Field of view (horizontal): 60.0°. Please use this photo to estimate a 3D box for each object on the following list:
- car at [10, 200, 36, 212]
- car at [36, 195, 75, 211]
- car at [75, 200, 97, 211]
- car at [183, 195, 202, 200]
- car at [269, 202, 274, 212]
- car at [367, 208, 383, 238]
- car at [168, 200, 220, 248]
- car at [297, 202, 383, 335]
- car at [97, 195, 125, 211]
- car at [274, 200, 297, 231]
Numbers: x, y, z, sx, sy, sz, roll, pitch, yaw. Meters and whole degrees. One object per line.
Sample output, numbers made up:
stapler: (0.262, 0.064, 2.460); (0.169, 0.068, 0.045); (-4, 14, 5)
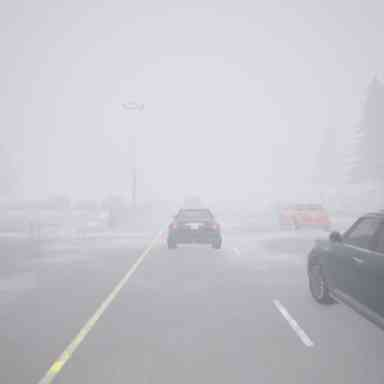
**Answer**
car: (-21.071, 1.739, 42.731); (2.033, 1.411, 5.357); (0, 0, 1)
car: (-17.572, 1.414, 43.250); (2.150, 2.045, 5.566); (0, 0, 0)
car: (-14.062, 1.748, 44.529); (2.033, 1.411, 5.357); (0, 0, 1)
car: (0.091, 1.419, 43.123); (2.150, 2.045, 5.566); (0, 0, 0)
car: (10.588, 1.674, 39.838); (2.128, 1.511, 4.902); (0, 0, 0)
car: (10.537, 1.600, 15.991); (1.812, 1.442, 4.674); (0, 0, 1)
car: (0.098, 1.421, 15.165); (2.097, 1.767, 4.553); (0, 0, 0)
car: (3.596, 1.248, 5.008); (2.150, 2.045, 5.566); (0, 0, 0)
car: (-10.564, 1.423, 44.768); (2.150, 2.045, 5.566); (0, 0, 1)
car: (7.096, 1.450, 21.530); (2.097, 1.767, 4.553); (0, 0, 0)
